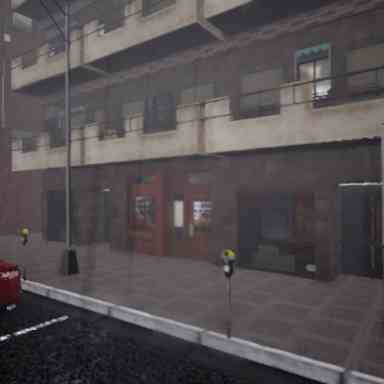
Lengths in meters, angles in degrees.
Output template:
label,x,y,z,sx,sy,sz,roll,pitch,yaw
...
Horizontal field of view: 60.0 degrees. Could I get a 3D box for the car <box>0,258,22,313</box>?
label,x,y,z,sx,sy,sz,roll,pitch,yaw
car,-5.149,1.609,6.558,4.507,1.381,1.887,-1,0,36
